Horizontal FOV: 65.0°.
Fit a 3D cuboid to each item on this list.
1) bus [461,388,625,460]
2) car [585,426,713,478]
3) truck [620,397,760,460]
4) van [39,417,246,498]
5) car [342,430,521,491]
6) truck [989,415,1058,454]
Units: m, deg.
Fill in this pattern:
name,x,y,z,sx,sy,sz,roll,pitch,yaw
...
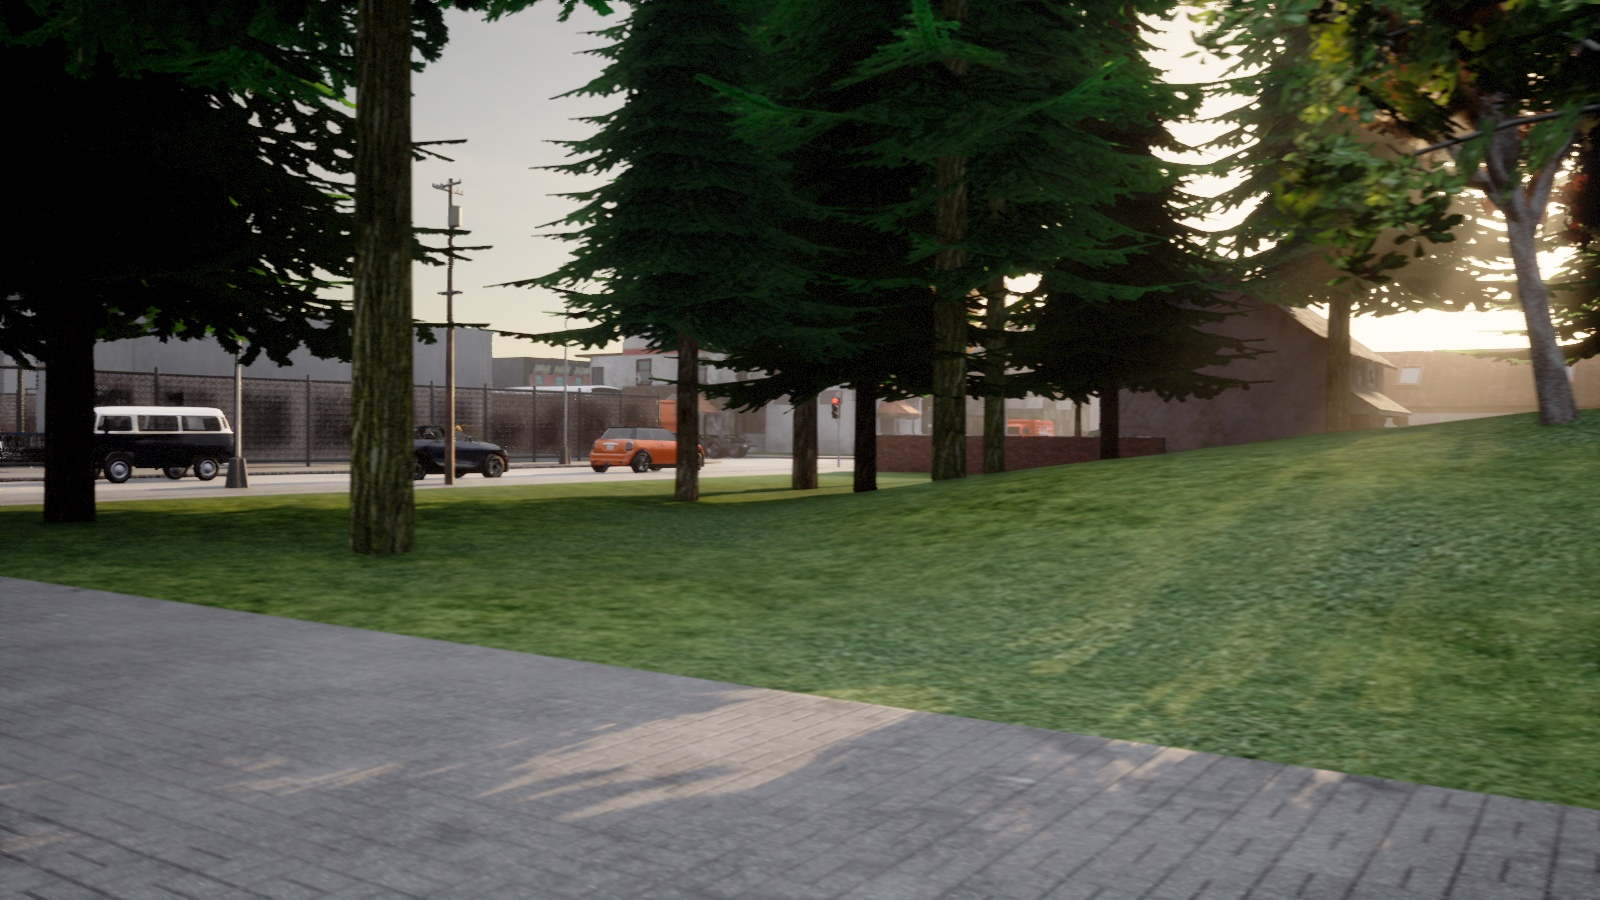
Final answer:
name,x,y,z,sx,sy,sz,roll,pitch,yaw
bus,-16.294,-1.579,79.227,10.273,4.253,3.944,0,1,33
car,-5.332,0.024,44.961,2.097,1.767,4.553,0,1,33
truck,-6.403,-1.187,72.711,7.936,3.462,2.891,0,1,33
van,-17.593,0.153,33.799,2.069,2.038,4.480,0,1,32
car,-10.712,0.255,36.864,2.033,1.649,4.856,0,1,34
truck,14.737,-1.017,82.526,2.627,2.467,5.204,0,1,33
